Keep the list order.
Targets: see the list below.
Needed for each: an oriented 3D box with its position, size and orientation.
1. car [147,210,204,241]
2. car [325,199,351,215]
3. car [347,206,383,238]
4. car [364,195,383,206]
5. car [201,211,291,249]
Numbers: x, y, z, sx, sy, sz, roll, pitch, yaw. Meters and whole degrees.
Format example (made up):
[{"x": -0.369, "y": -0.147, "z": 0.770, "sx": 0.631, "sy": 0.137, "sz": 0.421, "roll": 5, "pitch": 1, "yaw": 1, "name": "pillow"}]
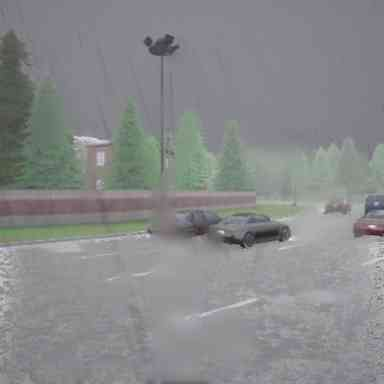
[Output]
[{"x": 0.221, "y": 1.652, "z": 17.386, "sx": 5.357, "sy": 1.411, "sz": 2.033, "roll": 0, "pitch": 0, "yaw": -43, "name": "car"}, {"x": 16.010, "y": 1.500, "z": 36.351, "sx": 2.097, "sy": 1.767, "sz": 4.553, "roll": -1, "pitch": 0, "yaw": 32, "name": "car"}, {"x": 10.013, "y": 1.624, "z": 17.341, "sx": 1.994, "sy": 1.385, "sz": 4.181, "roll": 0, "pitch": 0, "yaw": 44, "name": "car"}, {"x": 19.515, "y": 1.342, "z": 35.079, "sx": 2.150, "sy": 2.045, "sz": 5.566, "roll": 0, "pitch": -1, "yaw": 31, "name": "car"}, {"x": 2.699, "y": 1.644, "z": 15.130, "sx": 4.181, "sy": 1.385, "sz": 1.994, "roll": 0, "pitch": 0, "yaw": -42, "name": "car"}]
